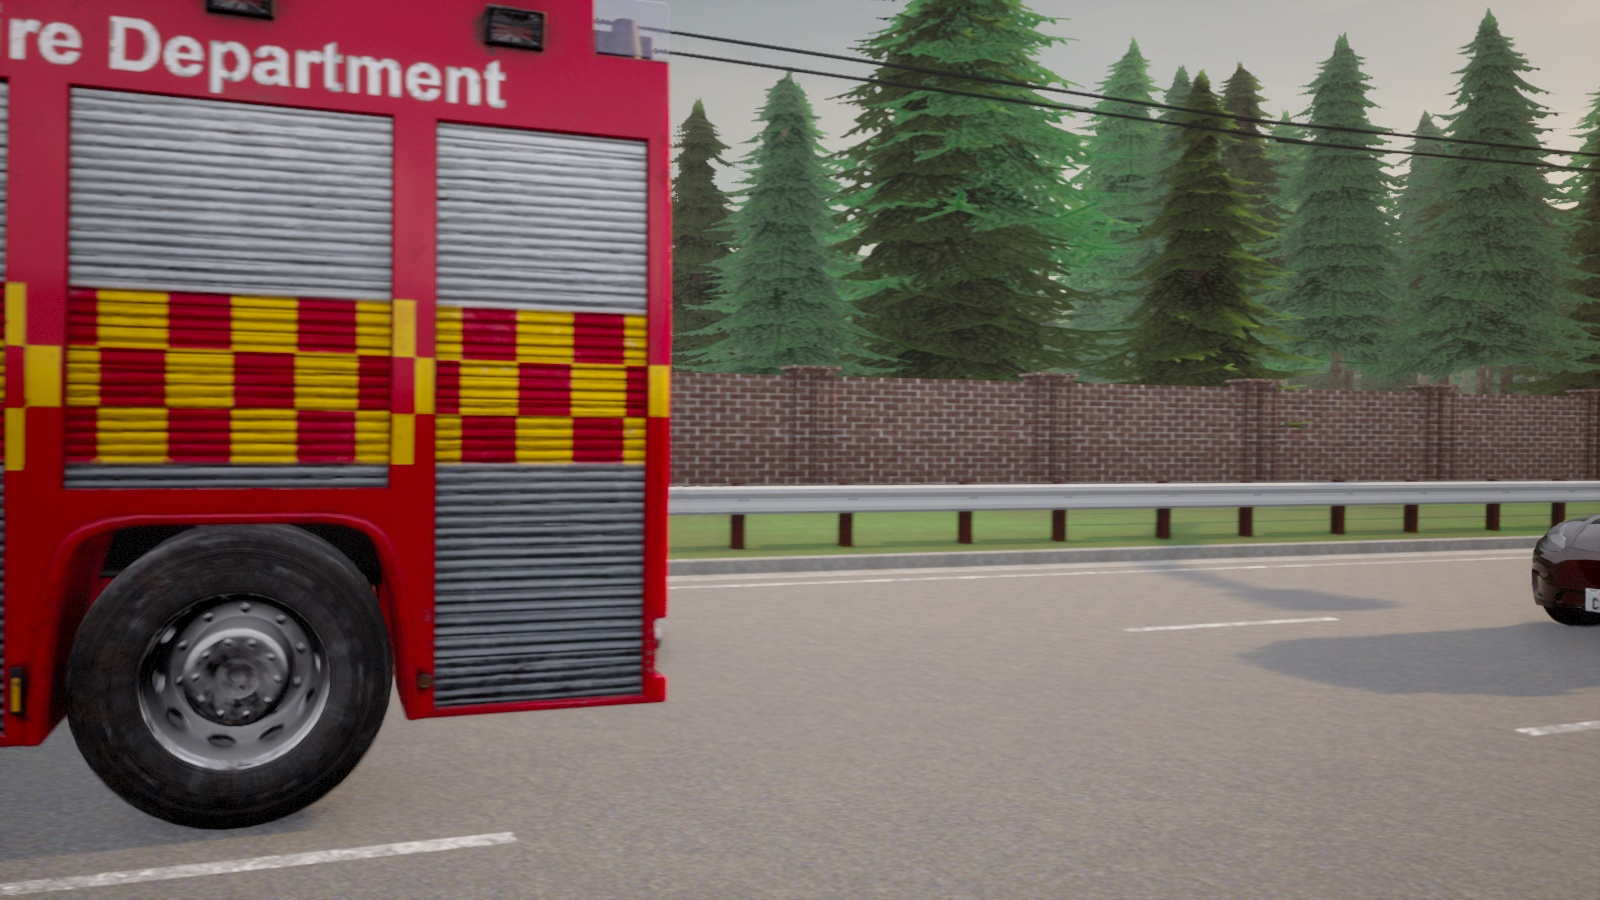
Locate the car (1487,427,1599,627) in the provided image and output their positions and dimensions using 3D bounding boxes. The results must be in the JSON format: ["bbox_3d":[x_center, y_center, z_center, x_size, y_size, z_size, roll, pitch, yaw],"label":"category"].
[{"bbox_3d":[8.244,0.544,10.113,4.792,1.488,2.163,-1,1,-21],"label":"car"}]

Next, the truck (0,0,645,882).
[{"bbox_3d":[-5.131,-0.392,5.021,8.468,3.827,2.891,-1,1,-21],"label":"truck"}]
